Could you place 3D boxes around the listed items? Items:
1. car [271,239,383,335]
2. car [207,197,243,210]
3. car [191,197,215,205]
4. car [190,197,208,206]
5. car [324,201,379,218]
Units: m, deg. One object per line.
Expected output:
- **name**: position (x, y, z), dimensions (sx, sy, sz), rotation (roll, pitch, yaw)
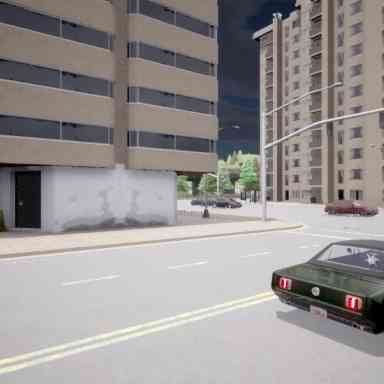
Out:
- **car**: position (3.814, 1.601, 6.494), dimensions (4.718, 1.301, 1.895), rotation (0, 0, -35)
- **car**: position (4.568, 1.504, 43.882), dimensions (1.837, 1.490, 4.892), rotation (0, 0, -36)
- **car**: position (1.882, 1.601, 59.900), dimensions (1.895, 1.301, 4.718), rotation (0, 0, -35)
- **car**: position (1.533, 1.564, 54.350), dimensions (1.994, 1.385, 4.181), rotation (0, 0, -36)
- **car**: position (14.565, 1.525, 30.660), dimensions (1.812, 1.442, 4.674), rotation (0, 0, -42)
